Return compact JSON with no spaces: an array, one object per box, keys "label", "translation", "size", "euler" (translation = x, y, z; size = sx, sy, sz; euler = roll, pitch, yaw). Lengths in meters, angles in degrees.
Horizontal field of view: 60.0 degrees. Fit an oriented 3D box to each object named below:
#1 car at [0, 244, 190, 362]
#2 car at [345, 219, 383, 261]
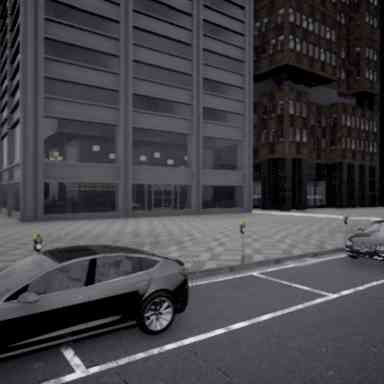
[{"label":"car","translation":[-2.029,1.574,5.202],"size":[4.313,1.339,1.947],"euler":[0,0,-35]},{"label":"car","translation":[7.164,1.633,11.740],"size":[4.403,1.369,2.008],"euler":[0,0,-35]}]
